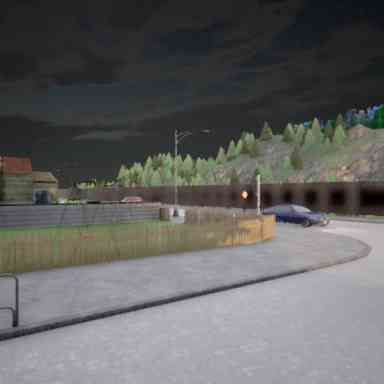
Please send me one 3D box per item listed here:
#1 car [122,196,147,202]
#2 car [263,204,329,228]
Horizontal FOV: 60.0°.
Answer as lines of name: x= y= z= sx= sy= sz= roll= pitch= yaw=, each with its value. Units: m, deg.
car: x=-7.181 y=1.313 z=41.969 sx=2.097 sy=1.767 sz=4.553 roll=0 pitch=0 yaw=-35
car: x=6.807 y=1.551 z=22.245 sx=1.812 sy=1.442 sz=4.674 roll=0 pitch=1 yaw=-35
